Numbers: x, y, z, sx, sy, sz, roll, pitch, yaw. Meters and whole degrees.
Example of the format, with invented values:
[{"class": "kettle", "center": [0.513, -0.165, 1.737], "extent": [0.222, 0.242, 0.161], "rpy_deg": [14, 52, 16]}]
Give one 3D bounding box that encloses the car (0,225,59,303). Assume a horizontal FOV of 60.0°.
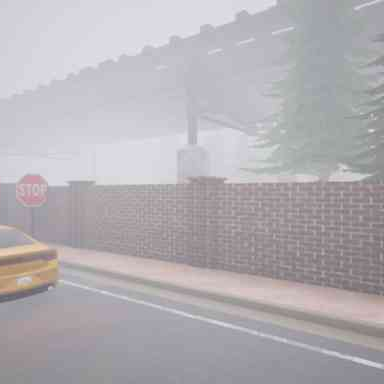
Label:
[{"class": "car", "center": [-5.072, 1.474, 7.564], "extent": [5.008, 1.535, 1.882], "rpy_deg": [0, 0, 36]}]
